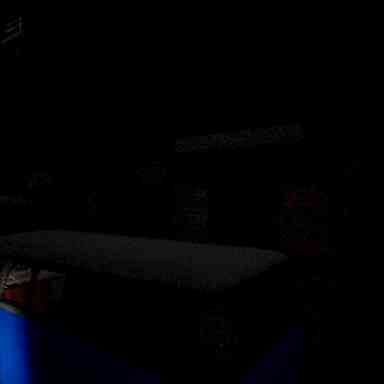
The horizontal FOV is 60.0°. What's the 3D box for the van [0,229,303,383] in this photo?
[{"bbox_3d":[-0.898,1.366,3.486,3.998,1.788,1.690,-1,0,35],"label":"van"}]
